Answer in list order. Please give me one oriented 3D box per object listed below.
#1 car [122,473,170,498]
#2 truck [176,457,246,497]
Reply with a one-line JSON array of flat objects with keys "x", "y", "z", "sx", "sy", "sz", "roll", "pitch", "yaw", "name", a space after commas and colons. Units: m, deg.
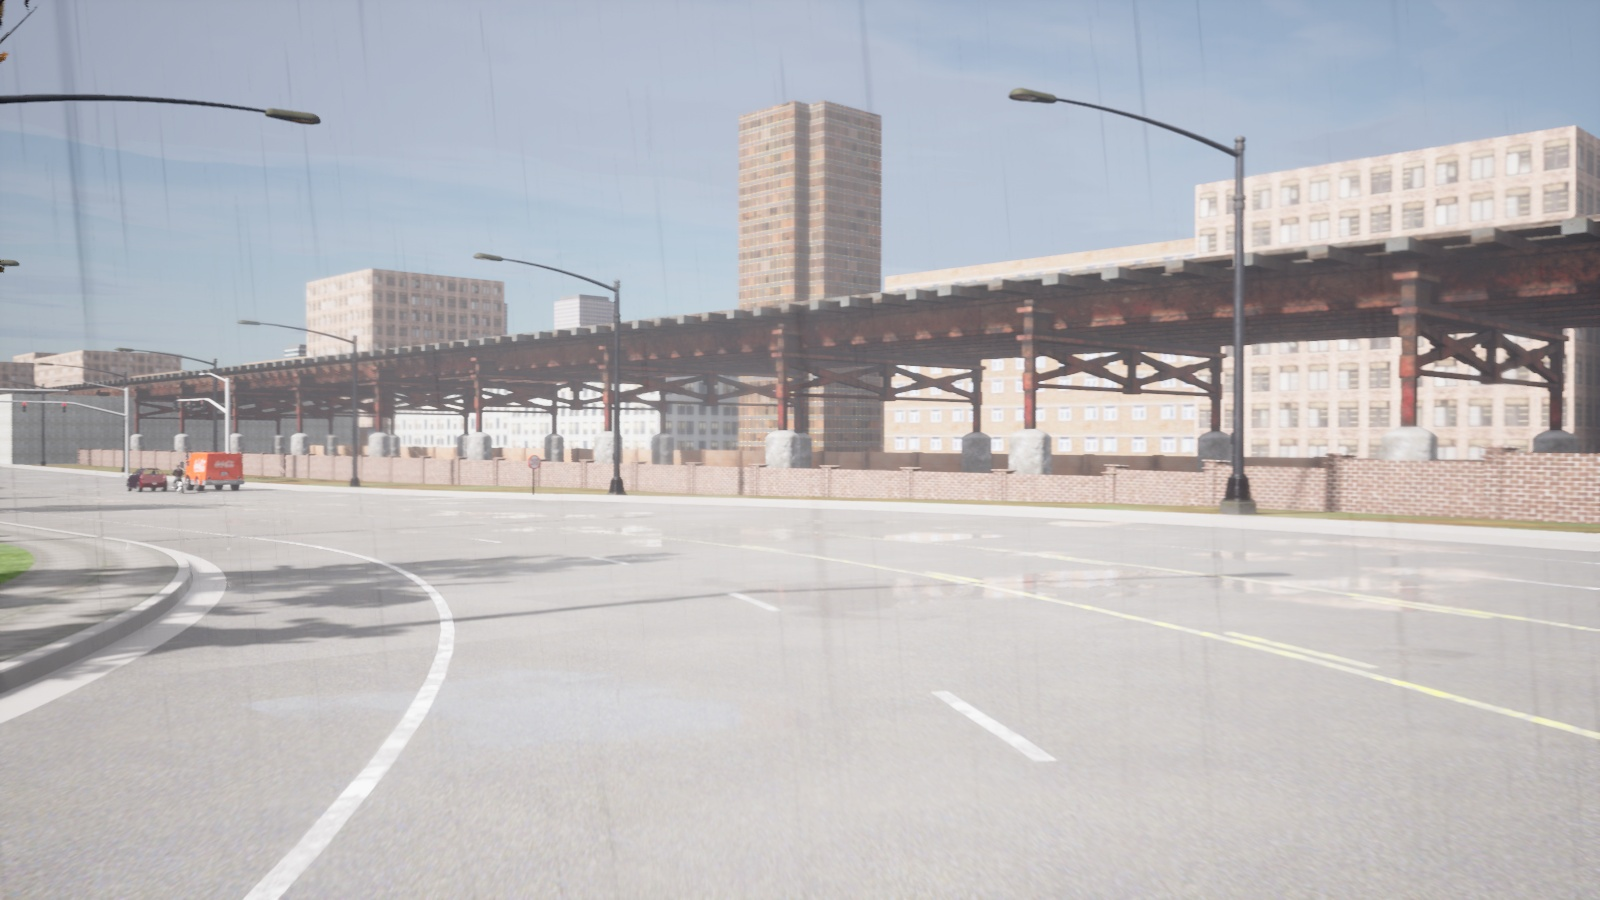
[{"x": -41.497, "y": 2.243, "z": 79.632, "sx": 1.845, "sy": 1.501, "sz": 3.633, "roll": -1, "pitch": 0, "yaw": -42, "name": "car"}, {"x": -38.005, "y": 1.700, "z": 81.008, "sx": 2.627, "sy": 2.467, "sz": 5.204, "roll": -1, "pitch": 0, "yaw": -42, "name": "truck"}]
